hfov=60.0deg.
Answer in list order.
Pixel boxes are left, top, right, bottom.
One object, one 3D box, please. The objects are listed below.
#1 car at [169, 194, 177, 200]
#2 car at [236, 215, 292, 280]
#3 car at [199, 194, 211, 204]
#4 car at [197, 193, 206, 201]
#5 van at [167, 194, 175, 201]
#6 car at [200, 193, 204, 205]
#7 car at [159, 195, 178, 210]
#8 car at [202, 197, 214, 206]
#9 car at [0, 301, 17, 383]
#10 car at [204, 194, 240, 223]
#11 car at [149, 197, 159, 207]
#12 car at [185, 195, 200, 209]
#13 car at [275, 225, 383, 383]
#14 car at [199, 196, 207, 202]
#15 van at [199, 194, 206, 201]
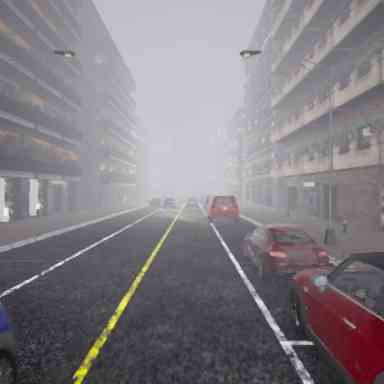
[{"bbox_3d":[-5.312,1.411,94.670,1.967,1.590,4.097,-1,0,0],"label":"car"},{"bbox_3d":[2.558,1.577,9.705,1.802,1.307,4.206,-1,0,0],"label":"car"},{"bbox_3d":[2.562,1.292,66.348,2.192,1.841,5.009,-1,0,0],"label":"car"},{"bbox_3d":[2.565,1.287,89.005,2.192,1.841,5.009,-1,0,0],"label":"car"},{"bbox_3d":[-5.315,1.314,83.368,1.690,1.788,3.998,-1,0,0],"label":"van"},{"bbox_3d":[2.559,1.297,43.691,2.192,1.841,5.009,-1,0,0],"label":"car"},{"bbox_3d":[-2.832,1.489,42.919,1.837,1.490,4.892,0,0,0],"label":"car"},{"bbox_3d":[2.564,1.561,55.020,1.802,1.307,4.206,-1,0,0],"label":"car"},{"bbox_3d":[-2.849,1.351,1.504,2.097,1.767,4.553,0,0,0],"label":"car"},{"bbox_3d":[2.273,1.217,25.386,2.150,2.045,5.566,0,0,0],"label":"car"},{"bbox_3d":[-5.317,1.525,49.460,1.887,1.381,4.507,-1,0,0],"label":"car"},{"bbox_3d":[0.021,1.529,45.576,2.033,1.411,5.357,0,0,1],"label":"car"},{"bbox_3d":[2.560,1.438,4.041,1.967,1.590,4.097,-1,0,0],"label":"car"},{"bbox_3d":[2.567,1.556,77.677,1.802,1.307,4.206,-1,0,0],"label":"car"},{"bbox_3d":[2.565,1.314,83.341,1.690,1.788,3.998,-1,0,0],"label":"van"}]
